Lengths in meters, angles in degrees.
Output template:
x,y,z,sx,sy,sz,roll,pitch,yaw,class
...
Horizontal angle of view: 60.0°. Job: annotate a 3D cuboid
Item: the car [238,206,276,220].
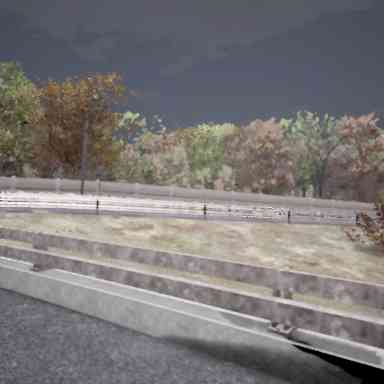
x,y,z,sx,sy,sz,roll,pitch,yaw,class
7.828,2.431,40.061,5.008,1.535,1.882,5,-1,-22,car
